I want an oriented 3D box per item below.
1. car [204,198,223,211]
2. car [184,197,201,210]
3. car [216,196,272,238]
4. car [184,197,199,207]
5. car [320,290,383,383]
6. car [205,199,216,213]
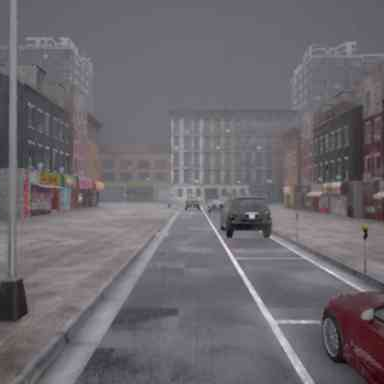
[{"bbox_3d":[2.629,1.544,41.543,2.008,1.369,4.403,0,0,0],"label":"car"},{"bbox_3d":[0.061,1.496,41.864,1.837,1.490,4.892,0,-1,0],"label":"car"},{"bbox_3d":[2.744,1.216,17.885,2.150,2.045,5.566,0,0,0],"label":"car"},{"bbox_3d":[-0.080,1.490,51.565,2.128,1.511,4.902,0,0,-3],"label":"car"},{"bbox_3d":[2.643,1.579,3.018,1.802,1.307,4.206,0,0,0],"label":"car"},{"bbox_3d":[2.632,1.432,36.039,1.967,1.590,4.097,0,0,0],"label":"car"}]
